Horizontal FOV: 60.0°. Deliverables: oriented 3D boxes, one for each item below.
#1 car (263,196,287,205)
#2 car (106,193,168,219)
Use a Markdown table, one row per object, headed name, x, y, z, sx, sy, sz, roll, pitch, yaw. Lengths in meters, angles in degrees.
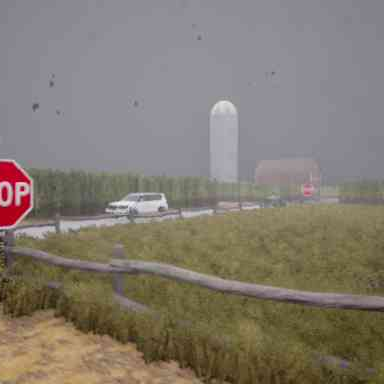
| name | x | y | z | sx | sy | sz | roll | pitch | yaw |
| --- | --- | --- | --- | --- | --- | --- | --- | --- | --- |
| car | 10.637 | 1.221 | 42.292 | 1.837 | 1.490 | 4.892 | 0 | 1 | 35 |
| car | -4.246 | 1.079 | 26.576 | 2.150 | 2.045 | 5.566 | 0 | 1 | 35 |
